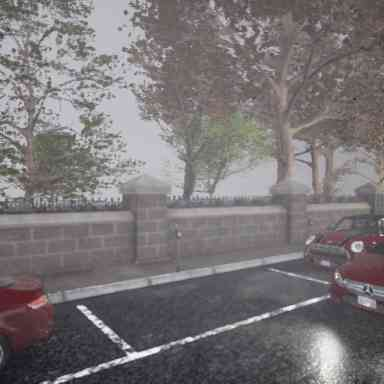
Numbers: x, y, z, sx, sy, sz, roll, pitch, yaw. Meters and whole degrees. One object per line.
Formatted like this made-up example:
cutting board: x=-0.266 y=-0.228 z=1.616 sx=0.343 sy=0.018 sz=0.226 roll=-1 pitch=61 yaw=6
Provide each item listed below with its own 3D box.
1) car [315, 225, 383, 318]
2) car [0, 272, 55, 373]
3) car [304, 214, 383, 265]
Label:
car: x=4.748 y=1.534 z=6.755 sx=4.674 sy=1.442 sz=1.812 roll=0 pitch=0 yaw=-35
car: x=-3.844 y=1.581 z=3.817 sx=4.206 sy=1.307 sz=1.802 roll=0 pitch=0 yaw=-36
car: x=5.328 y=1.452 z=10.359 sx=4.097 sy=1.590 sz=1.967 roll=0 pitch=0 yaw=-36
